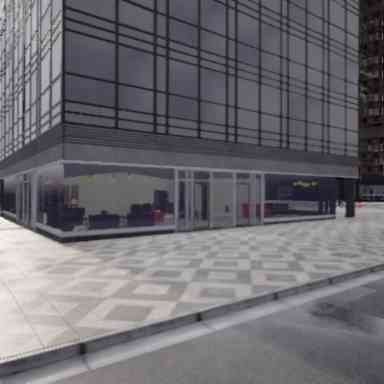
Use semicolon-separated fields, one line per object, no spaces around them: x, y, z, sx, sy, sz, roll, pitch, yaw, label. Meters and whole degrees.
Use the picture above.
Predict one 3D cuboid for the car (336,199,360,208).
22.968;1.768;50.713;1.895;1.301;4.718;0;0;-36;car
